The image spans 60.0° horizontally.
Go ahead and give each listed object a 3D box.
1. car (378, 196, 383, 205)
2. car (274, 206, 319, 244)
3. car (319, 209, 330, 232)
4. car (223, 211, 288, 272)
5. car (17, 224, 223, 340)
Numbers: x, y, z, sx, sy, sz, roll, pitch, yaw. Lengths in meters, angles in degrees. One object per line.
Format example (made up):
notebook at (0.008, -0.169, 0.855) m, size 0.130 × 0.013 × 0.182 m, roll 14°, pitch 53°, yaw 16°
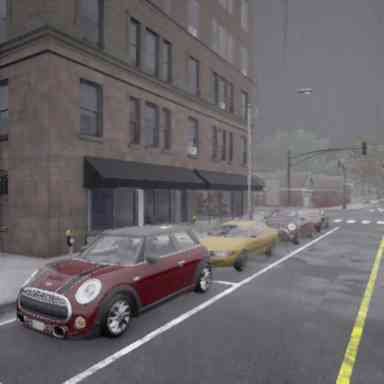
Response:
car at (38.883, 1.679, 67.143) m, size 2.097 × 1.767 × 4.553 m, roll 0°, pitch 0°, yaw 32°
car at (4.560, 1.509, 16.057) m, size 1.967 × 1.590 × 4.097 m, roll 0°, pitch 0°, yaw 32°
car at (7.463, 1.671, 20.750) m, size 1.802 × 1.307 × 4.206 m, roll 0°, pitch 0°, yaw 32°
car at (1.568, 1.574, 11.218) m, size 1.752 × 1.417 × 4.829 m, roll 0°, pitch 0°, yaw 32°
car at (-1.245, 1.471, 6.669) m, size 1.967 × 1.590 × 4.097 m, roll 0°, pitch 0°, yaw 32°
